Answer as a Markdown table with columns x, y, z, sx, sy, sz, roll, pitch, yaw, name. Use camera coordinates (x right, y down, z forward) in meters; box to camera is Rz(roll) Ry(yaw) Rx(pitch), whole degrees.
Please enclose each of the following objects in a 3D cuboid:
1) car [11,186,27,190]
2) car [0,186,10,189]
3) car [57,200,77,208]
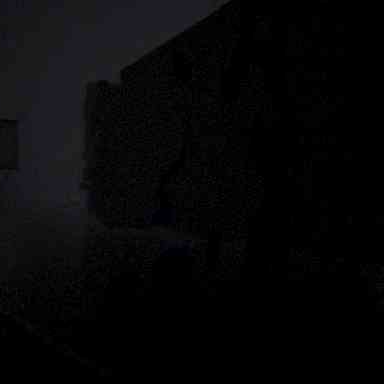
| x | y | z | sx | sy | sz | roll | pitch | yaw | name |
| --- | --- | --- | --- | --- | --- | --- | --- | --- | --- |
| -44.169 | -0.638 | 82.487 | 2.002 | 1.452 | 4.674 | -4 | -3 | 12 | car |
| -45.328 | -0.870 | 77.095 | 2.163 | 1.488 | 4.792 | -4 | -3 | 13 | car |
| -24.312 | 2.326 | 64.789 | 1.812 | 1.442 | 4.674 | -5 | -1 | 17 | car |
